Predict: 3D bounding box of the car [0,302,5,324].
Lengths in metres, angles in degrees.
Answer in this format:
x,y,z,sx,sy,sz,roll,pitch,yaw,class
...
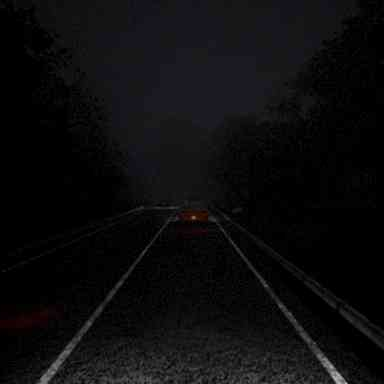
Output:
x,y,z,sx,sy,sz,roll,pitch,yaw,class
-3.600,1.541,2.397,2.033,1.411,5.357,0,0,0,car

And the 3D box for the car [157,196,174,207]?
x,y,z,sx,sy,sz,roll,pitch,yaw,class
-3.593,1.277,45.556,1.837,1.490,4.892,0,0,0,car

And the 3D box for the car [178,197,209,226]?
x,y,z,sx,sy,sz,roll,pitch,yaw,class
0.095,1.376,22.481,1.882,1.535,5.008,0,0,0,car

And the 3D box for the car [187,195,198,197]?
x,y,z,sx,sy,sz,roll,pitch,yaw,class
0.094,1.151,40.645,2.097,1.767,4.553,0,0,0,car
